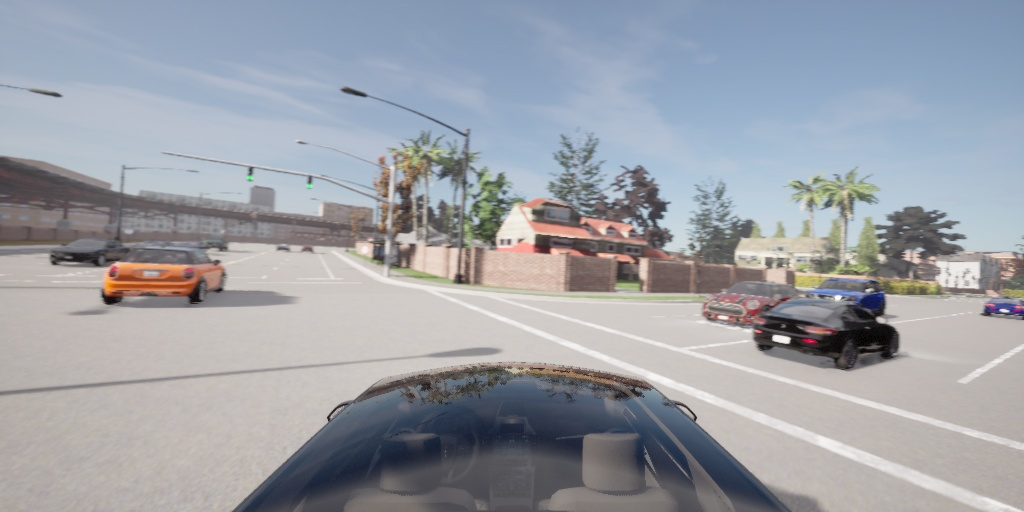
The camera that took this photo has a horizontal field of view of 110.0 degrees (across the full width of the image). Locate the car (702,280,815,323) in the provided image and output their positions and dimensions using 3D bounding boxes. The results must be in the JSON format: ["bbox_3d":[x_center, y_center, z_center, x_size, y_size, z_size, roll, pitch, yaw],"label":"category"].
[{"bbox_3d":[9.778,1.821,14.417,4.553,1.767,2.097,4,-1,-31],"label":"car"}]

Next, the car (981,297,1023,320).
[{"bbox_3d":[35.247,3.671,25.538,4.674,1.442,1.812,4,-1,-33],"label":"car"}]

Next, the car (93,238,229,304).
[{"bbox_3d":[-11.101,0.466,11.867,2.097,1.767,4.553,4,0,-29],"label":"car"}]

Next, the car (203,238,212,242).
[{"bbox_3d":[-33.922,-0.915,38.026,1.994,1.385,4.181,4,1,-29],"label":"car"}]

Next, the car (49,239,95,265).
[{"bbox_3d":[-24.478,-0.275,21.019,1.882,1.535,5.008,4,0,-29],"label":"car"}]

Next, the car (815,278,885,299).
[{"bbox_3d":[18.085,2.246,19.387,5.566,2.045,2.150,4,-1,-31],"label":"car"}]

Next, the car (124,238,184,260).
[{"bbox_3d":[-29.081,-0.594,29.330,2.128,1.511,4.902,4,0,-29],"label":"car"}]

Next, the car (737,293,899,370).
[{"bbox_3d":[8.158,1.860,9.322,4.674,1.442,1.812,4,-1,-29],"label":"car"}]

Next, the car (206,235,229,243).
[{"bbox_3d":[-39.142,-1.722,47.379,2.150,2.045,5.566,4,1,-29],"label":"car"}]
